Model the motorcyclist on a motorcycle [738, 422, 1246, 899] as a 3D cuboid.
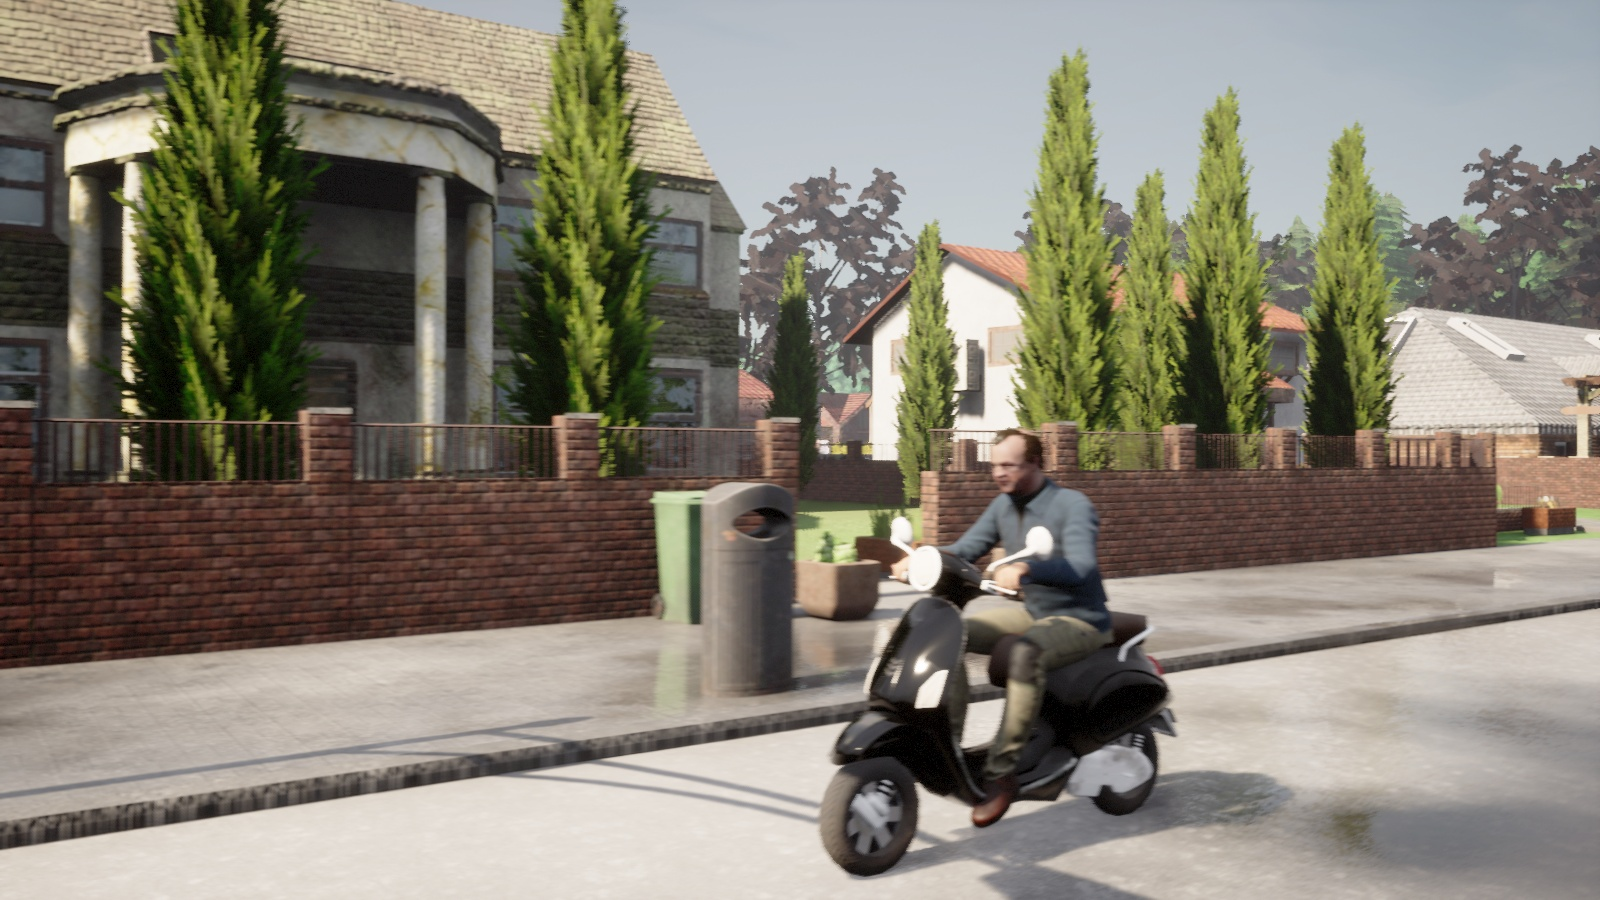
[{"bbox_3d":[0.765,0.708,4.797,1.817,1.590,0.866,0,0,-35],"label":"motorcyclist on a motorcycle"}]
